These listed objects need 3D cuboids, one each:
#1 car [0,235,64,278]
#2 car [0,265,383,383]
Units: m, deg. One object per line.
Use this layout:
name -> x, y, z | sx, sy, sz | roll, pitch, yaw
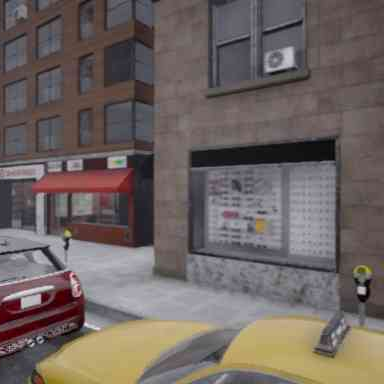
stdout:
car -> -3.655, 1.427, 5.419 | 4.097, 1.590, 1.967 | 0, 0, 36
car -> 0.697, 1.524, 2.313 | 4.829, 1.417, 1.752 | 0, 0, 36
